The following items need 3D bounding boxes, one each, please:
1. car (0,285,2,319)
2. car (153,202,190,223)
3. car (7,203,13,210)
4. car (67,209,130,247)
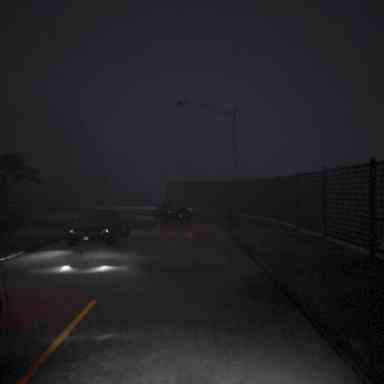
[{"bbox_3d":[-4.091,1.346,3.402,2.097,1.767,4.553,0,0,0],"label":"car"},{"bbox_3d":[-1.598,1.492,25.515,1.812,1.442,4.674,0,0,-21],"label":"car"},{"bbox_3d":[-19.840,1.461,31.918,4.892,1.490,1.837,0,0,0],"label":"car"},{"bbox_3d":[-4.043,1.505,15.075,1.812,1.442,4.674,0,0,1],"label":"car"}]
